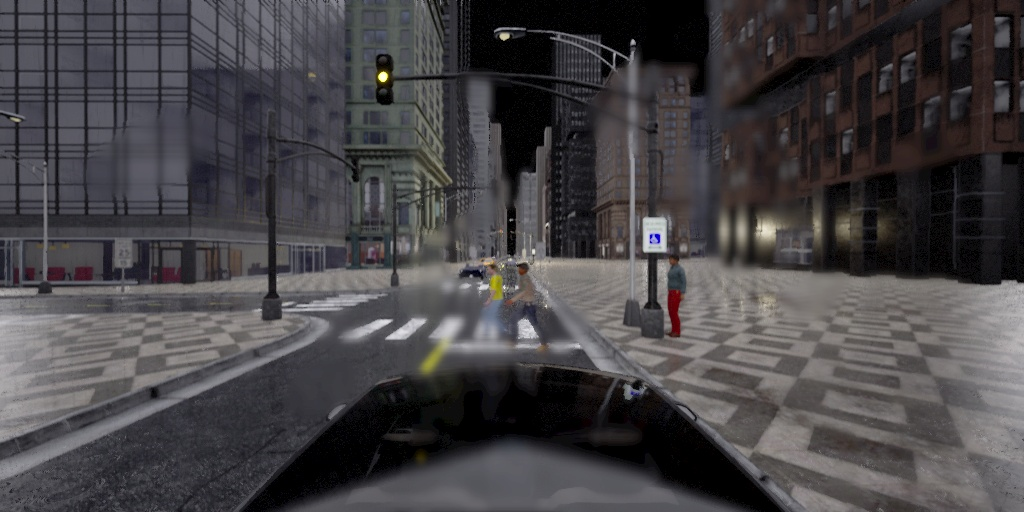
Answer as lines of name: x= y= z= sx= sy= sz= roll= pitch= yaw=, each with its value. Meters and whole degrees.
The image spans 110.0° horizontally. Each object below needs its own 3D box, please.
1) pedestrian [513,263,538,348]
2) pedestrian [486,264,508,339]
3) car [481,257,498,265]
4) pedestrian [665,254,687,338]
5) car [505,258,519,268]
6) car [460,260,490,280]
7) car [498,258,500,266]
pedestrian: x=0.268 y=1.013 z=7.289 sx=0.375 sy=1.860 sz=0.375 roll=0 pitch=0 yaw=0
pedestrian: x=-0.350 y=1.006 z=8.520 sx=0.375 sy=1.860 sz=0.375 roll=0 pitch=0 yaw=0
car: x=-3.077 y=1.001 z=43.621 sx=1.882 sy=1.535 sz=5.008 roll=0 pitch=1 yaw=0
pedestrian: x=3.594 y=0.857 z=7.962 sx=0.375 sy=1.860 sz=0.375 roll=0 pitch=0 yaw=0
car: x=0.010 y=1.037 z=53.747 sx=1.994 sy=1.385 sz=4.181 roll=0 pitch=0 yaw=0
car: x=-3.090 y=1.198 z=29.290 sx=1.895 sy=1.301 sz=4.718 roll=0 pitch=0 yaw=0
car: x=-2.989 y=0.806 z=58.947 sx=1.994 sy=1.385 sz=4.181 roll=0 pitch=0 yaw=0
